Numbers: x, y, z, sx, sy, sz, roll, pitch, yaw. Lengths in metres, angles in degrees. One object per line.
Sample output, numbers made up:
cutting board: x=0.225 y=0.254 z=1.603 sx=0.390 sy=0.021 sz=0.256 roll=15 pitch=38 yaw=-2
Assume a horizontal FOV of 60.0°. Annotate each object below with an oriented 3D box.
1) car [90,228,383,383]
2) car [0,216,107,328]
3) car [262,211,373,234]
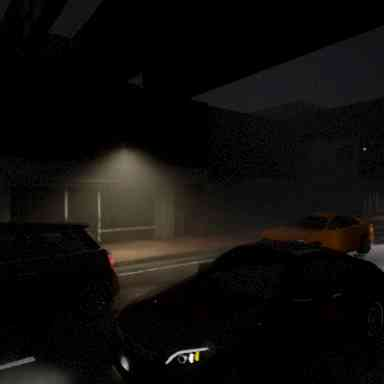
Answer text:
car: x=1.162 y=1.522 z=4.885 sx=4.674 sy=1.442 sz=1.812 roll=0 pitch=0 yaw=-37
car: x=-3.633 y=1.351 z=5.672 sx=4.553 sy=1.767 sz=2.097 roll=0 pitch=0 yaw=-37
car: x=4.509 y=1.468 z=11.771 sx=5.008 sy=1.535 sz=1.882 roll=0 pitch=0 yaw=-37
